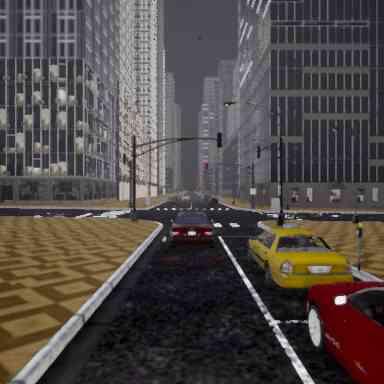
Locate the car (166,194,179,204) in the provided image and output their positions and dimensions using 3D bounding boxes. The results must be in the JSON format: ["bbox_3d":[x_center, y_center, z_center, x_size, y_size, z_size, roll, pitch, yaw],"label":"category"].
[{"bbox_3d":[-4.091,1.589,65.407,1.802,1.307,4.206,0,0,0],"label":"car"}]

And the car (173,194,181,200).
[{"bbox_3d":[-4.245,1.422,93.045,1.967,1.590,4.097,0,0,0],"label":"car"}]

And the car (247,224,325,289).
[{"bbox_3d":[2.565,1.523,8.991,1.752,1.417,4.829,0,0,0],"label":"car"}]

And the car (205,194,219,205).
[{"bbox_3d":[3.869,1.576,59.924,1.947,1.339,4.313,0,0,0],"label":"car"}]

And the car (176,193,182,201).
[{"bbox_3d":[-4.183,1.560,81.989,1.947,1.339,4.313,0,0,0],"label":"car"}]

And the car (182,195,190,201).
[{"bbox_3d":[-1.619,1.467,82.160,1.882,1.535,5.008,0,0,0],"label":"car"}]

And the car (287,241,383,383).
[{"bbox_3d":[2.565,1.543,3.269,1.887,1.381,4.507,0,0,0],"label":"car"}]

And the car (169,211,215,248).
[{"bbox_3d":[0.000,1.562,14.650,2.033,1.411,5.357,0,0,0],"label":"car"}]

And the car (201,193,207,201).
[{"bbox_3d":[3.697,1.309,82.033,2.192,1.841,5.009,0,0,0],"label":"car"}]

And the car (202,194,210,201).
[{"bbox_3d":[3.666,1.428,87.561,1.967,1.590,4.097,0,0,0],"label":"car"}]
